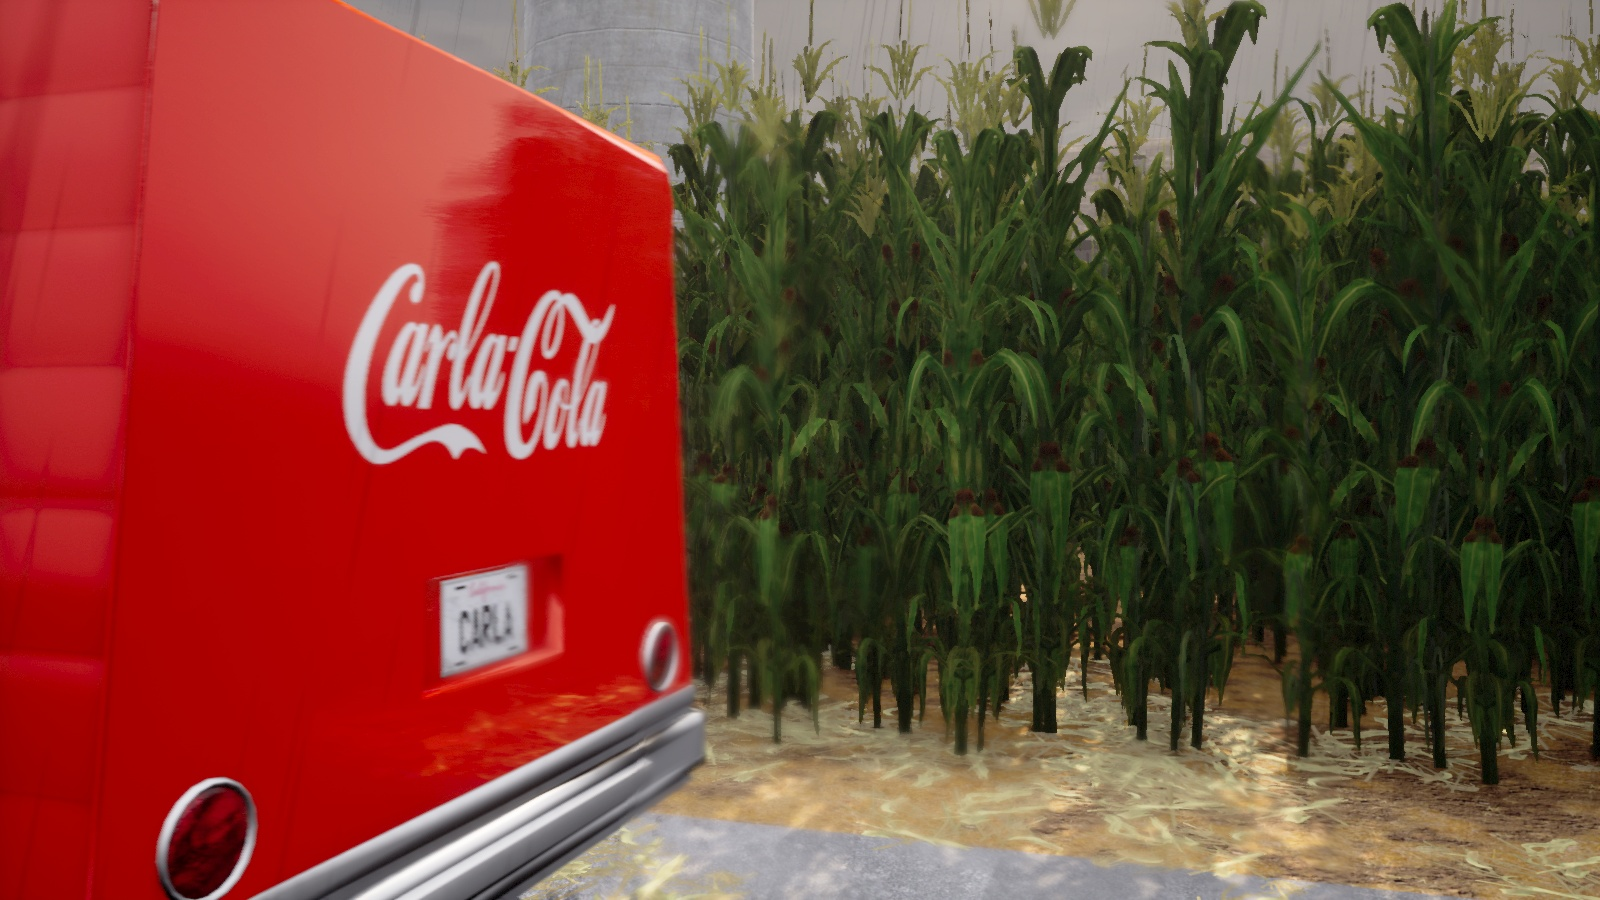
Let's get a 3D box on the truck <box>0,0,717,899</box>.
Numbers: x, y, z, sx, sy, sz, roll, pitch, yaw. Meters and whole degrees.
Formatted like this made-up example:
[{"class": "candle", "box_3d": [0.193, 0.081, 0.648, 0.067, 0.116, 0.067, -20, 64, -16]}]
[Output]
[{"class": "truck", "box_3d": [-3.175, 0.254, 3.833, 5.204, 2.467, 2.627, 1, 1, 19]}]
